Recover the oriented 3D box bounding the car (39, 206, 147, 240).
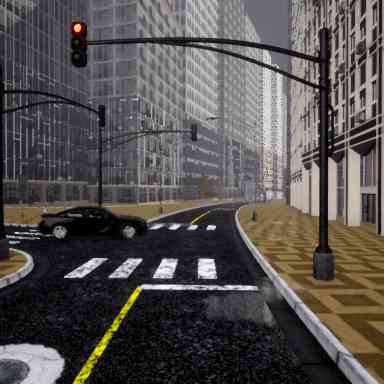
[{"bbox_3d":[-4.715,1.440,16.209,5.008,1.535,1.882,1,1,-10],"label":"car"}]

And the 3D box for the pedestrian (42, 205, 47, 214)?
[{"bbox_3d":[-9.293,1.344,21.036,0.500,1.100,0.500,0,0,17],"label":"pedestrian"}]
